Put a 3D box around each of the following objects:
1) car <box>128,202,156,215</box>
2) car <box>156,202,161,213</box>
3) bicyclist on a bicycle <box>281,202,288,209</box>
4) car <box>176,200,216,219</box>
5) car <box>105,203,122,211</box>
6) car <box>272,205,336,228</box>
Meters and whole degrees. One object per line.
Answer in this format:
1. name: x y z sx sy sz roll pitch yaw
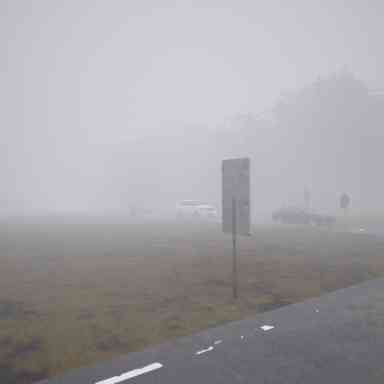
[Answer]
1. car: -7.561 2.481 47.819 1.837 1.490 4.892 -1 -1 -35
2. car: -6.669 2.355 51.601 2.097 1.767 4.553 -1 -1 -35
3. bicyclist on a bicycle: 9.460 1.857 34.025 1.656 1.620 0.582 0 -1 -35
4. car: 0.317 1.859 36.611 2.150 2.045 5.566 -1 -1 -35
5. car: -14.957 2.853 63.318 1.882 1.535 5.008 -1 -1 -35
6. car: 8.361 1.792 25.213 1.882 1.535 5.008 -1 -1 -35
